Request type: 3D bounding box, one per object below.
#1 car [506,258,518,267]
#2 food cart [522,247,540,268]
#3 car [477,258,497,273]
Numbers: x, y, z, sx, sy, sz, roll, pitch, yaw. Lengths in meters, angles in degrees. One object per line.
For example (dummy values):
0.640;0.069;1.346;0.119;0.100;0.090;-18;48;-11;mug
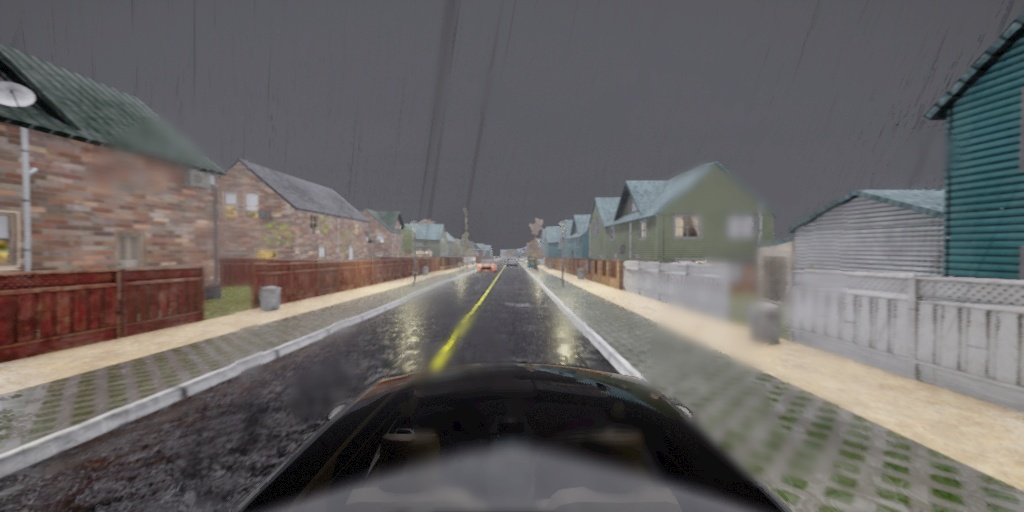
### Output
0.002;1.275;64.768;1.994;1.385;4.181;0;0;0;car
3.011;0.179;56.258;2.280;3.560;4.660;0;0;0;food cart
-2.830;1.076;41.660;2.097;1.767;4.553;0;0;0;car
